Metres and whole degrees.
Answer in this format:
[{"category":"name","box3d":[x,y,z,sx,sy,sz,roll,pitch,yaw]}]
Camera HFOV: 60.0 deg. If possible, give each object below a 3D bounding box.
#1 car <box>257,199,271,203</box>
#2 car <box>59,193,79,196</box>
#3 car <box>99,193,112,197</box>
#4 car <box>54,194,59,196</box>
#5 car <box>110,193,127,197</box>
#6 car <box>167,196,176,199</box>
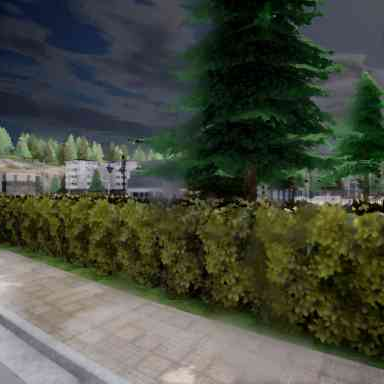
[{"category":"car","box3d":[9.635,1.352,44.226,2.097,1.767,4.553,0,0,43]},{"category":"car","box3d":[-28.369,1.153,79.486,2.152,1.636,5.027,0,0,43]},{"category":"car","box3d":[-16.694,1.097,68.980,1.932,1.855,4.605,0,0,43]},{"category":"car","box3d":[-33.247,1.232,83.668,1.970,1.475,3.806,0,0,43]},{"category":"car","box3d":[-10.575,1.384,52.759,1.970,1.475,3.806,0,0,43]},{"category":"car","box3d":[-3.306,1.374,56.091,1.845,1.501,3.633,0,0,43]}]
